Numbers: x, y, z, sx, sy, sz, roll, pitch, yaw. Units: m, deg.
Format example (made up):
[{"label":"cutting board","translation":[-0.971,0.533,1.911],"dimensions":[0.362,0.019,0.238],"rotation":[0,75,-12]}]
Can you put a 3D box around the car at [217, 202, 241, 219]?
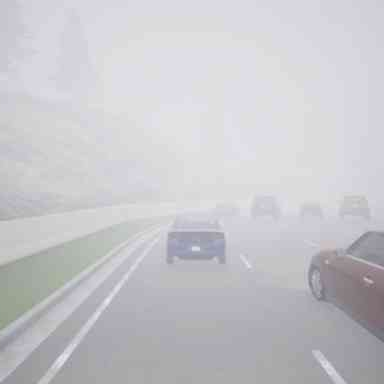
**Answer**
[{"label":"car","translation":[3.168,1.606,30.183],"dimensions":[1.994,1.385,4.181],"rotation":[0,0,19]}]

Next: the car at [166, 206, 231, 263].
[{"label":"car","translation":[0.176,1.495,12.070],"dimensions":[1.882,1.535,5.008],"rotation":[0,0,1]}]

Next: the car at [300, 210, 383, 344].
[{"label":"car","translation":[3.579,1.359,5.419],"dimensions":[2.097,1.767,4.553],"rotation":[0,0,0]}]

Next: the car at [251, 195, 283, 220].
[{"label":"car","translation":[6.540,1.262,28.833],"dimensions":[2.150,2.045,5.566],"rotation":[0,0,20]}]

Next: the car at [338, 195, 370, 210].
[{"label":"car","translation":[13.933,1.261,28.690],"dimensions":[2.150,2.045,5.566],"rotation":[0,0,23]}]

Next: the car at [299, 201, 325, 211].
[{"label":"car","translation":[10.662,1.546,29.603],"dimensions":[1.837,1.490,4.892],"rotation":[-1,0,22]}]
